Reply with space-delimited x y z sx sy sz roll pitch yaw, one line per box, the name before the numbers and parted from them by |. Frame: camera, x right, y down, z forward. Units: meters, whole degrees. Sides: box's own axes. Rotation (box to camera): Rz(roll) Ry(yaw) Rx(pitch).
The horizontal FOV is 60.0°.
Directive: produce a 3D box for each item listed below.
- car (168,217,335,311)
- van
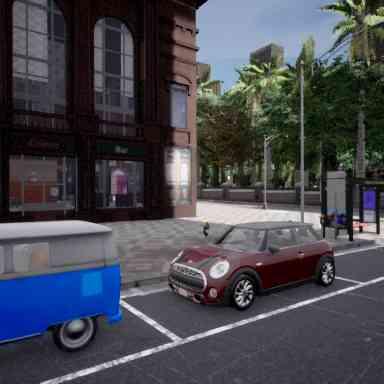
car | 1.445 1.439 7.689 4.097 1.590 1.967 0 0 -36
van | -2.970 1.341 4.536 3.998 1.788 1.690 0 0 -36
